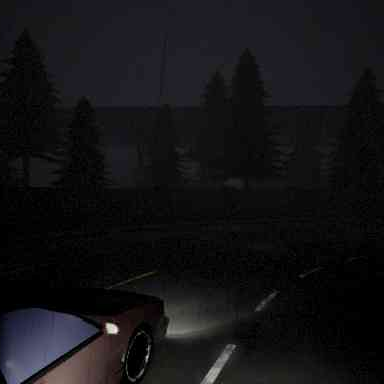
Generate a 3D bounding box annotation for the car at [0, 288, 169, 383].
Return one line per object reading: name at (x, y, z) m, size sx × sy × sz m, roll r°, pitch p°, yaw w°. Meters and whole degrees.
car at (-2.000, 1.547, 2.613) m, size 2.033 × 1.411 × 5.357 m, roll 0°, pitch 0°, yaw 19°
